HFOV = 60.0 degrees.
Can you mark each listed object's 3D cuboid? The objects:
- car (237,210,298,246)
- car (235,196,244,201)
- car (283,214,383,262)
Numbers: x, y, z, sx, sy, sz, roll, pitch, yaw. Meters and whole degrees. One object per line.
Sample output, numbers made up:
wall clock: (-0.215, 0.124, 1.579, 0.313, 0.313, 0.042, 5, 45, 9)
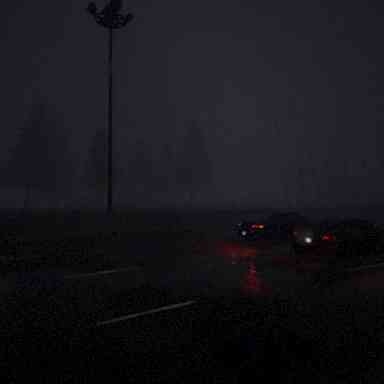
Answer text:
car: (4.266, 1.587, 15.513, 4.674, 1.442, 1.812, 0, 0, -29)
car: (13.453, 1.807, 94.426, 1.882, 1.535, 5.008, 0, 0, -4)
car: (5.720, 1.622, 12.314, 4.181, 1.385, 1.994, 0, 0, -29)
